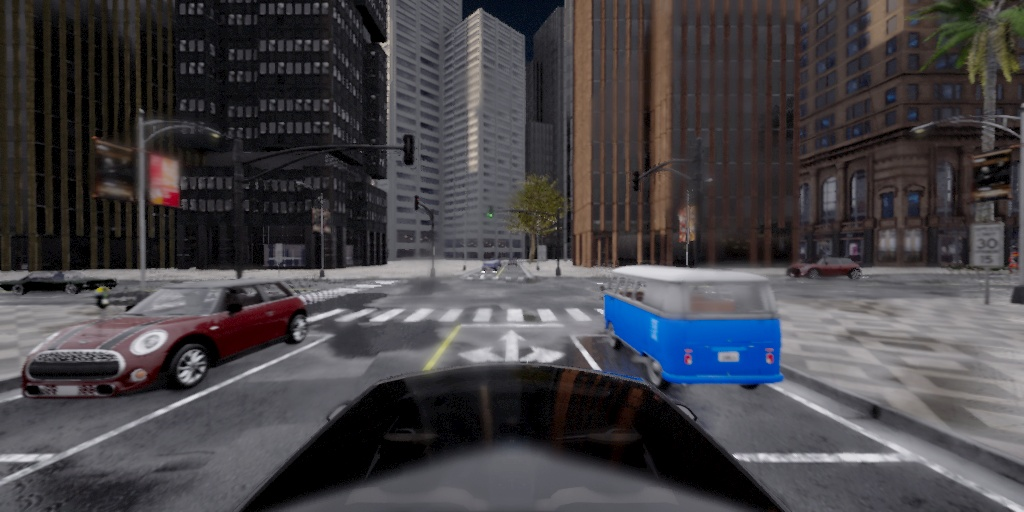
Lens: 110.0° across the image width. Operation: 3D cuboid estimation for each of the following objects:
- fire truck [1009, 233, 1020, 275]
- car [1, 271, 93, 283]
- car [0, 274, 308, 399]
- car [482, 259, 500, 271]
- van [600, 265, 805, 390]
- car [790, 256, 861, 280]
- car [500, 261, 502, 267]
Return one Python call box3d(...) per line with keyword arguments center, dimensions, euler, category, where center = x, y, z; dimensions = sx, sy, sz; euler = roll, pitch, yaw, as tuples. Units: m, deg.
box3d(center=(39.396, -0.236, 24.109), dimensions=(8.468, 3.827, 2.891), euler=(0, 1, 0), category="fire truck")
box3d(center=(-25.757, 1.535, 20.567), dimensions=(4.718, 1.301, 1.895), euler=(0, 1, 0), category="car")
box3d(center=(-5.668, 1.190, 6.570), dimensions=(1.967, 1.591, 4.097), euler=(0, 0, 0), category="car")
box3d(center=(-3.003, 1.273, 48.152), dimensions=(1.812, 1.442, 4.674), euler=(0, 0, 1), category="car")
box3d(center=(2.858, 1.091, 6.569), dimensions=(1.690, 1.789, 3.998), euler=(0, 0, 0), category="van")
box3d(center=(23.682, 0.868, 27.406), dimensions=(4.553, 1.767, 2.097), euler=(0, 1, 0), category="car")
box3d(center=(-2.893, 1.255, 64.351), dimensions=(1.812, 1.442, 4.674), euler=(0, 0, 1), category="car")
